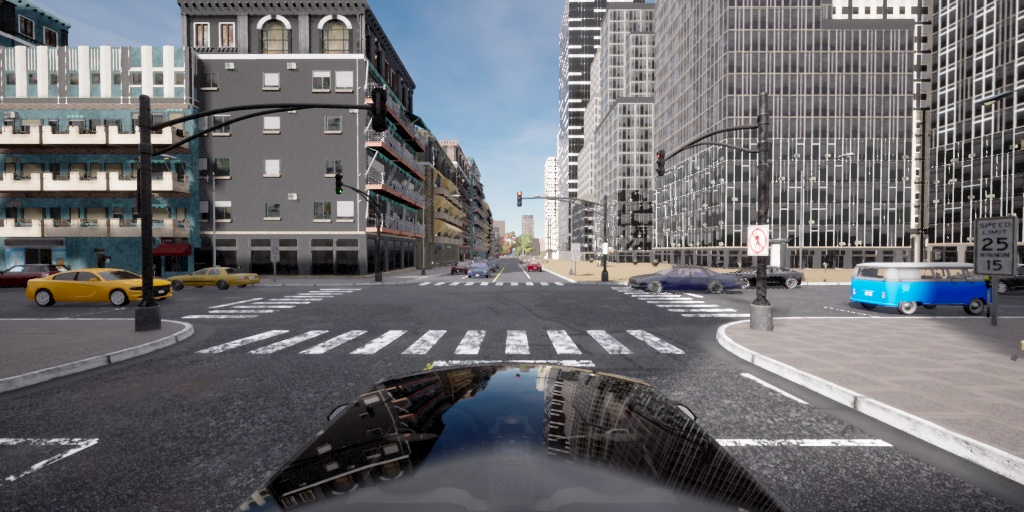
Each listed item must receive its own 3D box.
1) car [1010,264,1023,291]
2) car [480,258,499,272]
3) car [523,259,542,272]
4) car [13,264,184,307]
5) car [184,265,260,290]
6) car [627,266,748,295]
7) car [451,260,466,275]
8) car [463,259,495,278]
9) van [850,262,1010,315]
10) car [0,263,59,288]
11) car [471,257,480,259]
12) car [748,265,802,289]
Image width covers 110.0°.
[{"bbox_3d":[25.767,1.173,18.717,4.892,1.490,1.837,0,1,0],"label":"car"},{"bbox_3d":[-2.981,1.309,44.003,1.994,1.385,4.181,0,0,0],"label":"car"},{"bbox_3d":[2.776,1.290,45.103,1.888,1.381,4.507,0,0,0],"label":"car"},{"bbox_3d":[-17.726,1.287,15.567,5.008,1.535,1.882,0,1,0],"label":"car"},{"bbox_3d":[-17.829,1.247,21.371,4.829,1.417,1.751,0,0,0],"label":"car"},{"bbox_3d":[9.031,1.243,19.059,5.357,1.411,2.033,0,1,5],"label":"car"},{"bbox_3d":[-5.587,1.290,39.420,1.888,1.381,4.507,0,0,0],"label":"car"},{"bbox_3d":[-3.011,1.292,33.970,2.033,1.411,5.357,0,0,0],"label":"car"},{"bbox_3d":[14.719,1.117,12.953,3.998,1.789,1.690,0,0,0],"label":"van"},{"bbox_3d":[-28.727,1.190,21.384,4.097,1.591,1.967,0,0,0],"label":"car"},{"bbox_3d":[-5.572,1.184,45.069,1.967,1.591,4.097,0,0,0],"label":"car"},{"bbox_3d":[14.729,1.216,21.334,4.313,1.339,1.948,0,0,0],"label":"car"}]
